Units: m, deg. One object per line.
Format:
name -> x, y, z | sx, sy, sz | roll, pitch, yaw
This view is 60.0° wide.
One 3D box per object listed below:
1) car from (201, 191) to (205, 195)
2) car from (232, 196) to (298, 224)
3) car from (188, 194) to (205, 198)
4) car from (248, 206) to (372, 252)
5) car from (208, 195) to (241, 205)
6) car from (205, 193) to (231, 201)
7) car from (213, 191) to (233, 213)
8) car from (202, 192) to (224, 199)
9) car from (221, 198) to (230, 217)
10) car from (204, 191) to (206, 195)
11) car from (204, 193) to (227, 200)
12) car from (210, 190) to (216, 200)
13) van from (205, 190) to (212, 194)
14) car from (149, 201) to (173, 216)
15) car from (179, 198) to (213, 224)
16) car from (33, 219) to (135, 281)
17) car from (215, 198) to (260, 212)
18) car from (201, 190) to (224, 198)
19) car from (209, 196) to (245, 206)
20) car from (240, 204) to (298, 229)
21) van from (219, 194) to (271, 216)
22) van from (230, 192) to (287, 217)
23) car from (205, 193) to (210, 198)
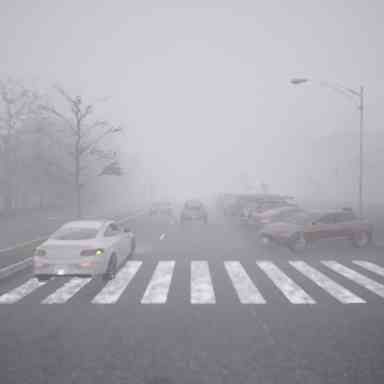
car -> 4.999, 1.081, 64.280 | 5.366, 1.575, 1.946 | 0, 1, -20
car -> 5.073, 1.315, 19.575 | 4.553, 1.767, 2.185 | 1, 0, -20
car -> 0.167, 1.373, 41.725 | 2.128, 1.511, 4.902 | 0, 0, 0
car -> 5.066, 1.485, 13.584 | 4.792, 1.488, 2.163 | 1, 0, -20
car -> 5.149, 1.305, 52.412 | 4.674, 1.452, 2.002 | 0, 0, -20
car -> 5.204, 1.063, 67.341 | 4.792, 1.488, 2.163 | 0, 1, -20
car -> 5.094, 1.167, 28.517 | 5.566, 2.045, 2.435 | 1, 0, -20
car -> 5.211, 0.805, 82.233 | 4.892, 1.521, 2.231 | 0, 1, -20
car -> 5.105, 1.427, 25.549 | 4.892, 1.521, 2.231 | 1, 0, -20
car -> 5.136, 1.057, 58.369 | 4.553, 1.767, 2.185 | 0, 1, -20
car -> 5.183, 0.974, 73.294 | 4.674, 1.452, 2.002 | 0, 1, -20
car -> 5.154, 1.152, 34.514 | 5.566, 2.045, 2.435 | 1, 0, -20
van -> 5.053, 1.002, 55.340 | 4.442, 1.987, 1.878 | 0, 1, -20
car -> -2.850, 1.531, 31.499 | 1.895, 1.301, 4.718 | 0, 0, 0
car -> 0.138, 1.438, 23.964 | 2.128, 1.511, 4.902 | 0, 0, 0
car -> -2.885, 1.511, 9.654 | 1.812, 1.442, 4.674 | 0, 0, 0
car -> 5.126, 1.429, 37.486 | 4.674, 1.452, 2.002 | 1, 0, -20
car -> 5.235, 0.512, 85.231 | 5.566, 2.045, 2.435 | 0, 1, -20
car -> 5.176, 1.332, 49.439 | 4.792, 1.488, 2.163 | 1, 0, -20
car -> 5.092, 1.488, 16.603 | 4.674, 1.452, 2.002 | 1, 0, -20
van -> 5.015, 1.184, 31.471 | 4.442, 1.987, 1.878 | 1, 0, -20
van -> 5.217, 1.209, 22.609 | 4.442, 1.987, 1.878 | 1, 0, -20
car -> 4.972, 1.325, 46.370 | 5.366, 1.575, 1.946 | 1, 1, -20
